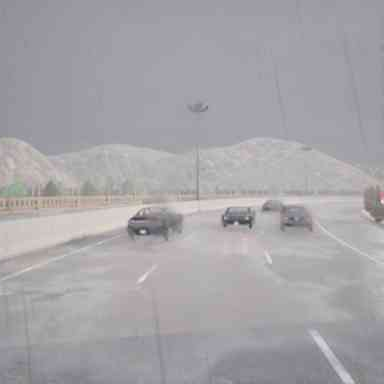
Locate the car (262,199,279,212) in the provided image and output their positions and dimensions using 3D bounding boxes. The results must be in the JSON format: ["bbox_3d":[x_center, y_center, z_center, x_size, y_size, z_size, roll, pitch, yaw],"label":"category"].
[{"bbox_3d":[9.566,1.553,38.864,1.994,1.385,4.181,0,0,26],"label":"car"}]

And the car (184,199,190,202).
[{"bbox_3d":[0.807,1.480,52.513,2.033,1.411,5.357,0,0,31],"label":"car"}]

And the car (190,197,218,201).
[{"bbox_3d":[2.147,1.423,47.730,1.882,1.535,5.008,0,0,29],"label":"car"}]

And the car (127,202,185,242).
[{"bbox_3d":[-1.626,1.463,16.409,2.128,1.511,4.902,0,0,10],"label":"car"}]

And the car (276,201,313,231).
[{"bbox_3d":[6.437,1.547,20.783,2.033,1.411,5.357,0,0,15],"label":"car"}]

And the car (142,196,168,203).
[{"bbox_3d":[-5.377,1.416,48.449,1.837,1.490,4.892,0,0,27],"label":"car"}]

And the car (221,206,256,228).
[{"bbox_3d":[3.207,1.585,22.058,1.895,1.301,4.718,0,0,14],"label":"car"}]

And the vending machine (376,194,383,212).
[{"bbox_3d":[22.149,1.238,38.766,1.100,2.100,0.880,0,0,30],"label":"vending machine"}]
